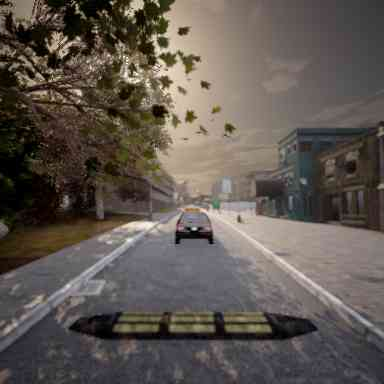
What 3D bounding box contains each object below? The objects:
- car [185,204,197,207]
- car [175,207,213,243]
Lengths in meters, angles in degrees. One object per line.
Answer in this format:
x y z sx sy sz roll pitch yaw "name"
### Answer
-0.154 2.424 41.972 1.882 1.535 5.008 1 -3 -5 "car"
0.098 1.709 17.040 2.033 1.411 5.357 0 -1 0 "car"
